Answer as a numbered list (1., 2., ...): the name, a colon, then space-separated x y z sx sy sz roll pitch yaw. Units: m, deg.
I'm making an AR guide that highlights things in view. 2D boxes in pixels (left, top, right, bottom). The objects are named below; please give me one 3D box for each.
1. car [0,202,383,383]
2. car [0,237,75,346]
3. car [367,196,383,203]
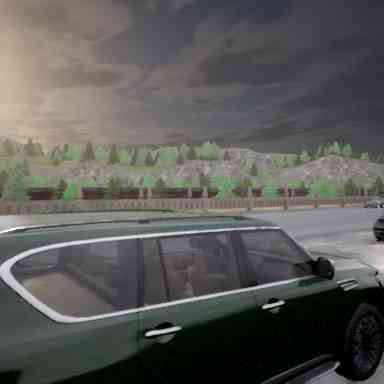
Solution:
1. car: 0.045 1.222 3.778 5.566 2.045 2.150 0 0 -35
2. car: -4.400 1.601 4.907 4.718 1.301 1.895 0 0 -35
3. car: 24.205 1.353 42.662 4.553 1.767 2.097 0 0 -35
